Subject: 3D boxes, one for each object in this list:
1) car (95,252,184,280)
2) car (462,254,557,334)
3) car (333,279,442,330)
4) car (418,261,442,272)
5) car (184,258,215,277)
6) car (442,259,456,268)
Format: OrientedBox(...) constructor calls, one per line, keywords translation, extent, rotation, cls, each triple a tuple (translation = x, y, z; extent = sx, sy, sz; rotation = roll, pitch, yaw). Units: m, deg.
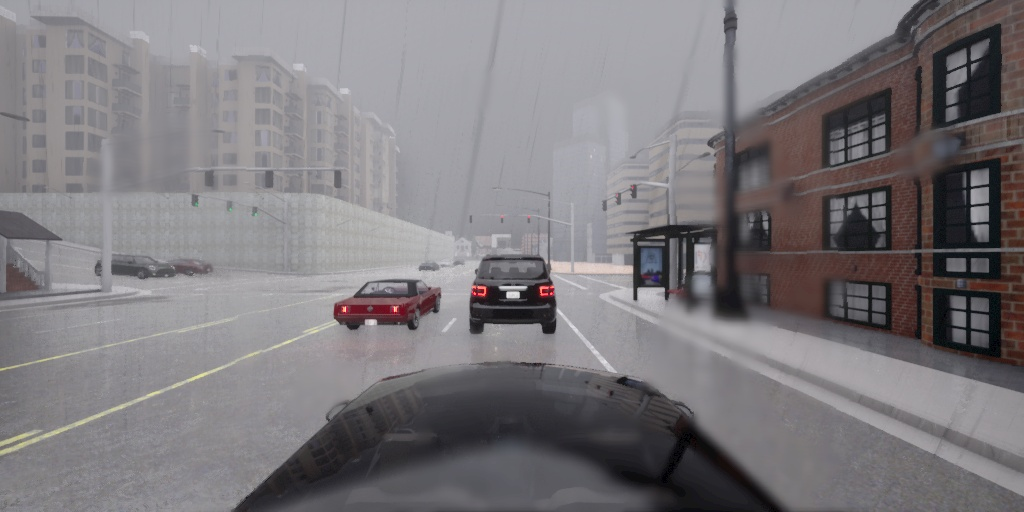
OrientedBox(translation=(-28.082, 0.718, 26.904), extent=(4.553, 1.767, 2.097), rotation=(4, 0, 0), cls="car")
OrientedBox(translation=(0.024, 0.971, 10.750), extent=(2.150, 2.045, 5.566), rotation=(0, 0, 0), cls="car")
OrientedBox(translation=(-3.474, 1.351, 11.066), extent=(1.895, 1.301, 4.718), rotation=(0, 0, 0), cls="car")
OrientedBox(translation=(-10.848, 1.312, 46.959), extent=(1.994, 1.385, 4.181), rotation=(0, 0, 0), cls="car")
OrientedBox(translation=(-28.075, 0.902, 30.591), extent=(4.674, 1.442, 1.812), rotation=(5, 0, 0), cls="car")
OrientedBox(translation=(-10.908, 1.274, 59.158), extent=(1.812, 1.442, 4.674), rotation=(0, 1, -1), cls="car")
